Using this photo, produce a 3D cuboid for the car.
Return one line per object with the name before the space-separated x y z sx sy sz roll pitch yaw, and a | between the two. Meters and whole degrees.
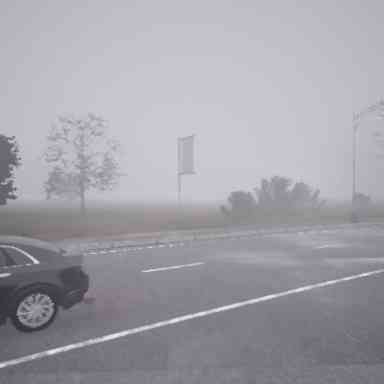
car | -4.135 1.487 5.230 4.892 1.490 1.837 0 0 -35
